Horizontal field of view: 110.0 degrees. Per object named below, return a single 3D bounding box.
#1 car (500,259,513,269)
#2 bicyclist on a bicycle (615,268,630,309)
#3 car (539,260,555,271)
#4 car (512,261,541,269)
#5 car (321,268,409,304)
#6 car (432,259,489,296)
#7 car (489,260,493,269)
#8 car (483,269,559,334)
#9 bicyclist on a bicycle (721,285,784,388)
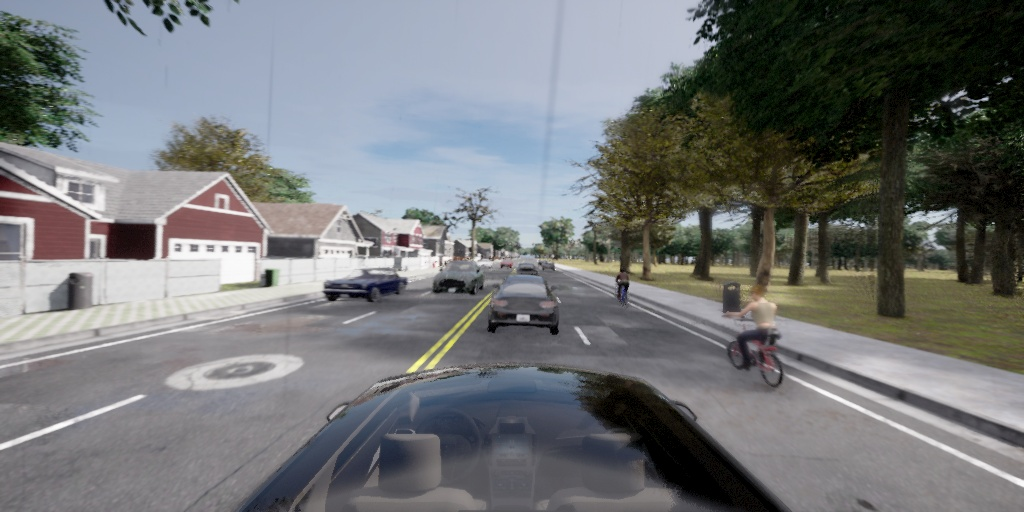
[{"bbox_3d":[-0.878,1.265,59.364,1.882,1.535,5.008,2,0,3],"label":"car"},{"bbox_3d":[4.606,1.349,14.977,0.582,1.620,1.656,2,0,2],"label":"bicyclist on a bicycle"},{"bbox_3d":[5.616,1.468,55.853,2.128,1.511,4.902,2,0,3],"label":"car"},{"bbox_3d":[1.225,1.320,30.111,1.837,1.490,4.892,2,0,3],"label":"car"},{"bbox_3d":[-6.129,1.183,15.534,1.895,1.301,4.718,2,0,3],"label":"car"},{"bbox_3d":[-2.711,1.038,19.074,2.097,1.767,4.553,2,0,3],"label":"car"},{"bbox_3d":[-4.251,1.212,56.866,1.812,1.442,4.674,2,0,3],"label":"car"},{"bbox_3d":[0.366,1.293,10.711,1.812,1.442,4.674,2,0,3],"label":"car"},{"bbox_3d":[4.227,1.313,6.273,0.866,1.612,1.509,2,0,2],"label":"bicyclist on a bicycle"}]
